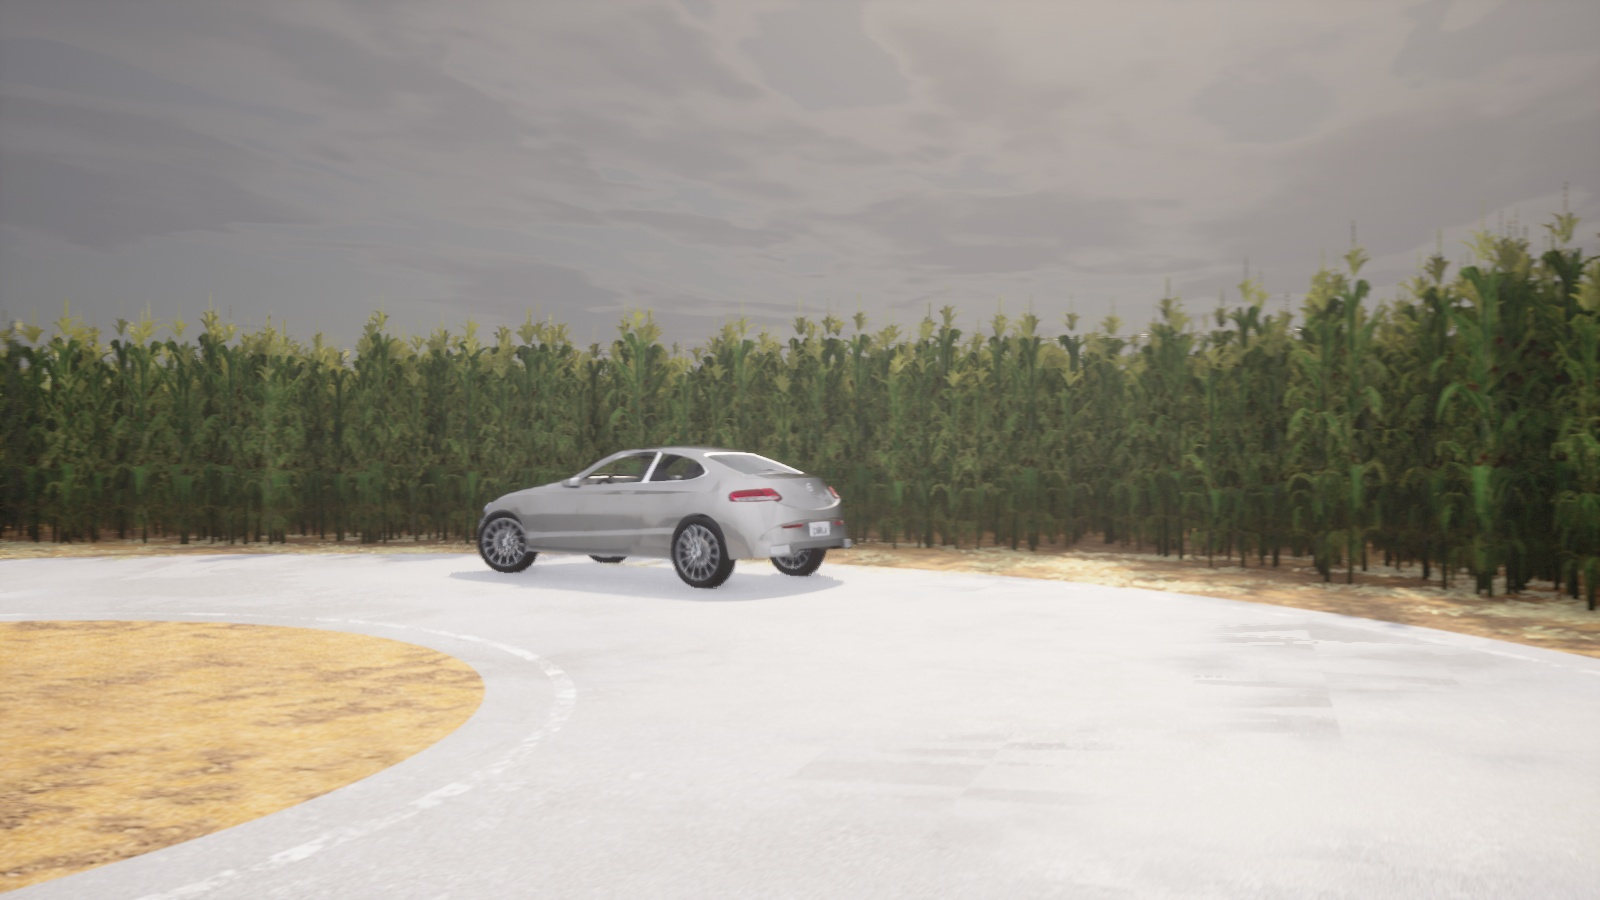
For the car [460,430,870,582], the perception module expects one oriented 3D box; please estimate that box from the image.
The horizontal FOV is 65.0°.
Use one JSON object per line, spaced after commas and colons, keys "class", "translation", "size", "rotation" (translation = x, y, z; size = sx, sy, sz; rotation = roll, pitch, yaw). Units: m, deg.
{"class": "car", "translation": [-1.814, 0.628, 15.991], "size": [5.027, 1.651, 2.152], "rotation": [-1, -1, 36]}
